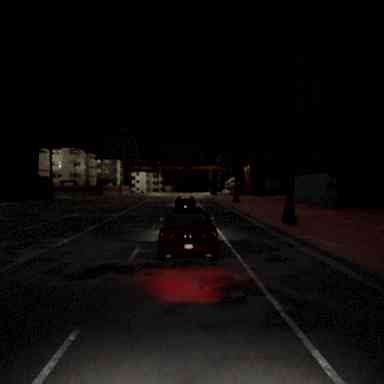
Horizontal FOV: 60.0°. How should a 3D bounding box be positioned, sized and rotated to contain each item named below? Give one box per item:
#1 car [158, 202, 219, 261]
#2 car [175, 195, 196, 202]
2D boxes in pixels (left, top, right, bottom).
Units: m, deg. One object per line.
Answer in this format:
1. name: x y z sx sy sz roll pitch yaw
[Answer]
1. car: -0.155 1.364 11.975 1.882 1.535 5.008 0 1 -1
2. car: -0.646 0.957 31.703 1.895 1.301 4.718 0 2 -1
